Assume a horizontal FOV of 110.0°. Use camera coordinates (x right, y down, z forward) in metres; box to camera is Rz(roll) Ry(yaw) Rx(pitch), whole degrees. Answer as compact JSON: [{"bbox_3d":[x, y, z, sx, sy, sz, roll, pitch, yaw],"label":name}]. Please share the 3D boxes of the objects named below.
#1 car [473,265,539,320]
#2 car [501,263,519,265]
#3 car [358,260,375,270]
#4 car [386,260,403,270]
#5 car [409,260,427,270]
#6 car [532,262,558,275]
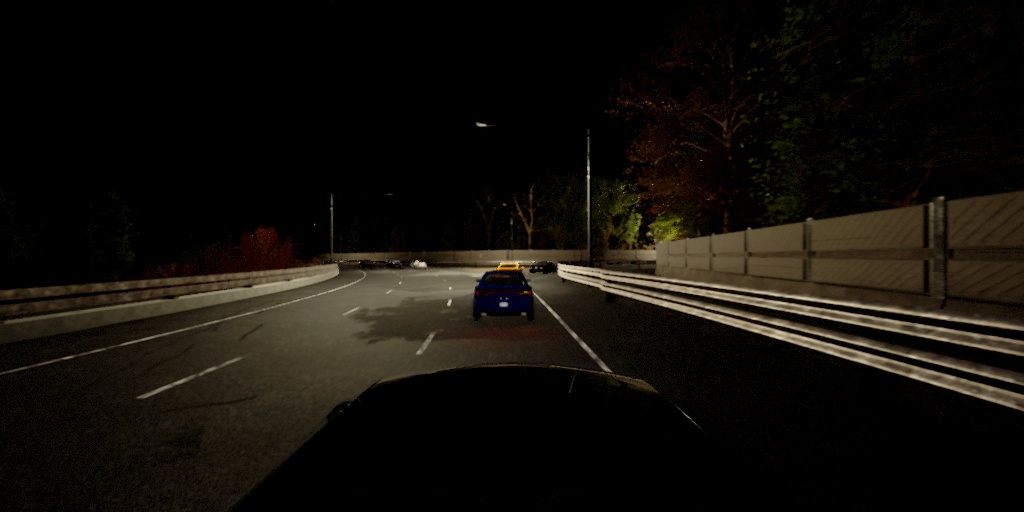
[{"bbox_3d":[-0.308,1.246,12.765,1.882,1.535,5.008,0,0,-2],"label":"car"},{"bbox_3d":[-0.110,1.268,27.865,1.882,1.535,5.008,-1,0,6],"label":"car"},{"bbox_3d":[-23.434,1.413,57.741,1.882,1.535,5.008,0,0,-32],"label":"car"},{"bbox_3d":[-18.586,1.404,56.475,2.128,1.511,4.902,0,0,-30],"label":"car"},{"bbox_3d":[-15.031,1.425,57.325,1.812,1.442,4.674,0,0,-30],"label":"car"},{"bbox_3d":[3.809,1.341,40.998,2.033,1.411,5.357,0,0,28],"label":"car"}]
